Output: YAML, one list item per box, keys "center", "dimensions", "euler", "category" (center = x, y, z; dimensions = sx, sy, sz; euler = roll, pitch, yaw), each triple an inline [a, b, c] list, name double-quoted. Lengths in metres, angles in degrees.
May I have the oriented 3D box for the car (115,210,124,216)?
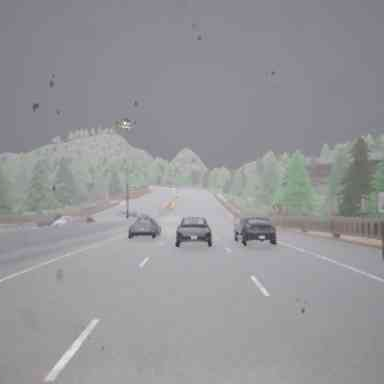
- center: [-17.511, 5.073, 81.462]
  dimensions: [1.994, 1.385, 4.181]
  euler: [0, 2, 0]
  category: "car"

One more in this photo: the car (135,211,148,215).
- center: [-10.510, 5.229, 72.128]
  dimensions: [1.895, 1.301, 4.718]
  euler: [0, 0, 0]
  category: "car"

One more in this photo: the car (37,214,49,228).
- center: [-17.564, 3.521, 41.922]
  dimensions: [2.097, 1.767, 4.553]
  euler: [0, -4, 0]
  category: "car"

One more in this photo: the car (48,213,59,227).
- center: [-14.077, 3.425, 37.681]
  dimensions: [1.812, 1.442, 4.674]
  euler: [0, -4, 0]
  category: "car"

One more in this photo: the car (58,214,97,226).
- center: [-10.584, 3.002, 31.782]
  dimensions: [1.882, 1.535, 5.008]
  euler: [0, -4, 0]
  category: "car"

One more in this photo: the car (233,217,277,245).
- center: [3.598, 2.239, 19.533]
  dimensions: [1.837, 1.490, 4.892]
  euler: [0, -4, 0]
  category: "car"

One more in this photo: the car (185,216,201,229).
- center: [0.095, 3.592, 40.255]
  dimensions: [1.812, 1.442, 4.674]
  euler: [0, -4, 0]
  category: "car"

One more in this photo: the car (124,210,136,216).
- center: [-14.011, 5.003, 77.995]
  dimensions: [1.882, 1.535, 5.008]
  euler: [0, 1, 0]
  category: "car"

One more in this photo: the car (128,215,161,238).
- center: [-3.403, 2.633, 24.625]
  dimensions: [1.994, 1.385, 4.181]
  euler: [0, -4, 0]
  category: "car"

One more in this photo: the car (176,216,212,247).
- center: [0.098, 2.186, 18.817]
  dimensions: [2.128, 1.511, 4.902]
  euler: [0, -4, 0]
  category: "car"
